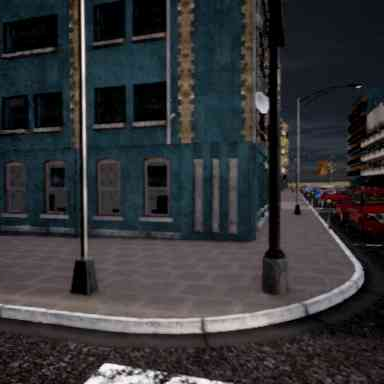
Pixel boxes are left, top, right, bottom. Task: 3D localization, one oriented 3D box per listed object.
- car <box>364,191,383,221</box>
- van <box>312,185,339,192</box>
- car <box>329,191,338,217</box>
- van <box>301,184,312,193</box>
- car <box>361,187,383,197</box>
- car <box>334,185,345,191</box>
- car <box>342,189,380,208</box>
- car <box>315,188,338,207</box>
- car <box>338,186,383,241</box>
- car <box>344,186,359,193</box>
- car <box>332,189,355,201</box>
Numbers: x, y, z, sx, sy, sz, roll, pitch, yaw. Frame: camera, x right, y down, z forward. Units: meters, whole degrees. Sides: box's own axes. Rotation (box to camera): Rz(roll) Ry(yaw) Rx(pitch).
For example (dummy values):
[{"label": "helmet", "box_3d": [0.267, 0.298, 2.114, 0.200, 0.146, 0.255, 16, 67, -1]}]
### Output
[{"label": "car", "box_3d": [12.109, 0.777, 20.166, 2.128, 1.511, 4.902, 0, 2, 17]}, {"label": "van", "box_3d": [13.830, 0.213, 34.648, 1.690, 1.788, 3.998, 0, 2, 16]}, {"label": "car", "box_3d": [9.101, 0.884, 18.690, 1.887, 1.381, 4.507, 0, 2, 16]}, {"label": "van", "box_3d": [23.288, -0.730, 66.575, 1.690, 1.788, 3.998, 0, 2, 16]}, {"label": "car", "box_3d": [26.115, -0.017, 48.381, 2.008, 1.369, 4.403, 0, 2, 16]}, {"label": "car", "box_3d": [35.573, -0.966, 80.308, 2.008, 1.369, 4.403, 0, 2, 16]}, {"label": "car", "box_3d": [14.956, 0.496, 29.757, 2.128, 1.511, 4.902, 0, 2, 17]}, {"label": "car", "box_3d": [12.254, 0.573, 29.333, 1.887, 1.381, 4.507, 0, 2, 16]}, {"label": "car", "box_3d": [7.524, 0.810, 13.362, 2.192, 1.841, 5.009, 0, 2, 16]}, {"label": "car", "box_3d": [30.844, -0.496, 64.345, 1.887, 1.381, 4.507, 0, 2, 16]}, {"label": "car", "box_3d": [17.837, 0.323, 39.367, 1.895, 1.301, 4.718, 0, 2, 17]}]
